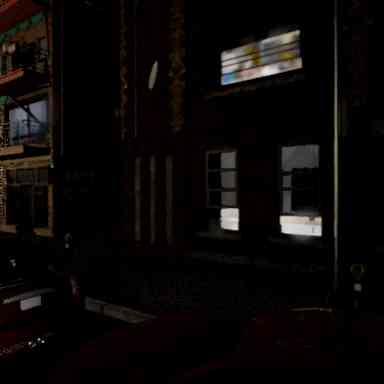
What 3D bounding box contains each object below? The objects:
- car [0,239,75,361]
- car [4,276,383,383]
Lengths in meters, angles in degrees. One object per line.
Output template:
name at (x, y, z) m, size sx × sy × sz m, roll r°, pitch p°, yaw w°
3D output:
car at (-3.684, 1.496, 5.491) m, size 4.097 × 1.590 × 1.967 m, roll -1°, pitch 0°, yaw 35°
car at (0.818, 1.550, 2.283) m, size 4.507 × 1.381 × 1.887 m, roll -1°, pitch 0°, yaw 35°
